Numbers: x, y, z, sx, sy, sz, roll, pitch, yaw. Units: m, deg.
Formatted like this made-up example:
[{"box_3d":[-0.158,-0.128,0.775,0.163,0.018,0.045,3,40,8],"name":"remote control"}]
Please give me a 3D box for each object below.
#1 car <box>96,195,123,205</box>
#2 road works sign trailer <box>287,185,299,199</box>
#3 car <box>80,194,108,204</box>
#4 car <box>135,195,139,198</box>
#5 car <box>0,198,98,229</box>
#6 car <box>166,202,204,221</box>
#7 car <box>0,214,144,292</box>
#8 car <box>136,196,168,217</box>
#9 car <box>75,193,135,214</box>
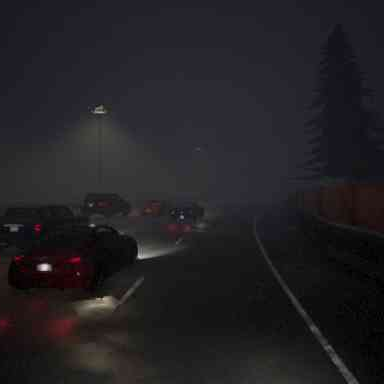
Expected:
[{"box_3d":[-13.634,1.250,55.323,1.837,1.490,4.892,0,0,21],"name":"car"},{"box_3d":[22.389,0.211,73.059,2.380,3.560,2.880,0,0,34],"name":"road works sign trailer"},{"box_3d":[-16.752,1.210,56.949,1.882,1.535,5.008,0,0,21],"name":"car"},{"box_3d":[-9.836,1.230,55.429,1.882,1.535,5.008,0,0,21],"name":"car"},{"box_3d":[-5.840,1.285,13.538,2.097,1.767,4.553,0,0,7],"name":"car"},{"box_3d":[-0.257,1.493,26.034,1.895,1.301,4.718,0,0,12],"name":"car"},{"box_3d":[-2.851,1.521,8.870,1.994,1.385,4.181,0,0,6],"name":"car"},{"box_3d":[-3.017,1.350,29.644,1.882,1.535,5.008,0,0,13],"name":"car"},{"box_3d":[-7.063,1.092,27.685,2.150,2.045,5.566,0,0,12],"name":"car"}]
